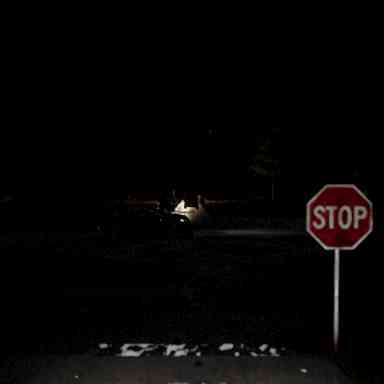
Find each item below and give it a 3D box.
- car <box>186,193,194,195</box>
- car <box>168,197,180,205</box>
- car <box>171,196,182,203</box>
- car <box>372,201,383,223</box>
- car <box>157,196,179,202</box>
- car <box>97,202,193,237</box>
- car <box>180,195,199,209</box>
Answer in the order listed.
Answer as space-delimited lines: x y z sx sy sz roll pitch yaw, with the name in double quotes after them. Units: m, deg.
-0.455 1.277 72.592 2.150 2.045 5.566 0 0 0 "car"
-3.144 1.589 59.522 1.994 1.385 4.181 0 0 0 "car"
-3.197 1.556 69.930 2.033 1.411 5.357 0 0 0 "car"
13.411 1.162 21.507 5.357 1.411 2.033 -1 1 0 "car"
-3.020 1.354 39.424 2.097 1.767 4.553 0 0 -1 "car"
-2.560 1.507 17.793 4.902 1.511 2.128 -1 0 0 "car"
-0.149 1.498 45.553 2.128 1.511 4.902 0 0 -1 "car"
